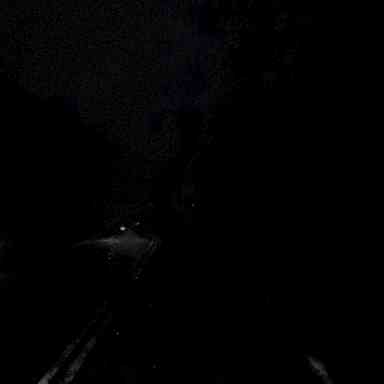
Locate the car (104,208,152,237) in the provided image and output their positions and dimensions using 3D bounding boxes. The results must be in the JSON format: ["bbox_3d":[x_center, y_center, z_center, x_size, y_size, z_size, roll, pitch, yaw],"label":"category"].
[{"bbox_3d":[-3.348,1.565,18.014,1.994,1.385,4.181,0,0,0],"label":"car"}]

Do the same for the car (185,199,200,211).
[{"bbox_3d":[0.104,1.595,40.658,2.033,1.411,5.357,0,0,0],"label":"car"}]

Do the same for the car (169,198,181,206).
[{"bbox_3d":[-3.122,1.735,60.527,1.994,1.385,4.181,0,0,1],"label":"car"}]
